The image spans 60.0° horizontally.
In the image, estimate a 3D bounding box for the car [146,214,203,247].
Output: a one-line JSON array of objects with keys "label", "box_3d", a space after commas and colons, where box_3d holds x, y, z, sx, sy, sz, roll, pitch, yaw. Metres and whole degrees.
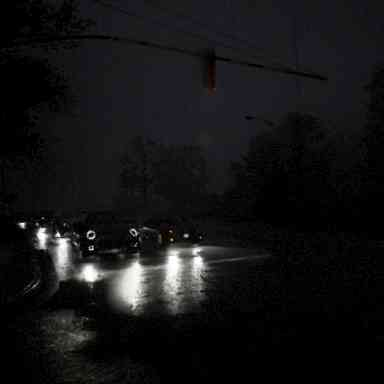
[{"label": "car", "box_3d": [-1.163, 1.815, 16.657, 1.994, 1.385, 4.181, 0, -1, -28]}]

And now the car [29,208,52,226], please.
[{"label": "car", "box_3d": [-13.226, 2.361, 30.381, 1.895, 1.301, 4.718, 0, -2, -34]}]

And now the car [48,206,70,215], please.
[{"label": "car", "box_3d": [-23.507, 3.241, 58.877, 4.181, 1.385, 1.994, -2, -2, 43]}]

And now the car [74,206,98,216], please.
[{"label": "car", "box_3d": [-16.526, 2.934, 51.748, 1.994, 1.385, 4.181, 0, -2, -42]}]

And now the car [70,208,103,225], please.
[{"label": "car", "box_3d": [-10.378, 2.289, 32.373, 1.812, 1.442, 4.674, 0, -2, -34]}]

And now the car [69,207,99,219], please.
[{"label": "car", "box_3d": [-14.268, 2.678, 43.786, 2.033, 1.411, 5.357, 0, -2, -39]}]

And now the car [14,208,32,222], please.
[{"label": "car", "box_3d": [-19.331, 2.576, 38.765, 1.882, 1.535, 5.008, 0, -2, -38]}]

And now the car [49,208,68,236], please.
[{"label": "car", "box_3d": [-7.940, 1.973, 21.853, 1.812, 1.442, 4.674, 0, -2, -30]}]

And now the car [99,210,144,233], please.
[{"label": "car", "box_3d": [-5.176, 2.025, 24.043, 1.994, 1.385, 4.181, 0, -2, -30]}]

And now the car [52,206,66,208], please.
[{"label": "car", "box_3d": [-16.366, 2.616, 40.640, 1.812, 1.442, 4.674, 0, -2, -39]}]

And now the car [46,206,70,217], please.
[{"label": "car", "box_3d": [-20.604, 2.938, 51.061, 1.837, 1.490, 4.892, 0, -2, -43]}]

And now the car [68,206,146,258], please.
[{"label": "car", "box_3d": [-3.756, 1.581, 13.994, 2.097, 1.767, 4.553, 0, -1, -26]}]
